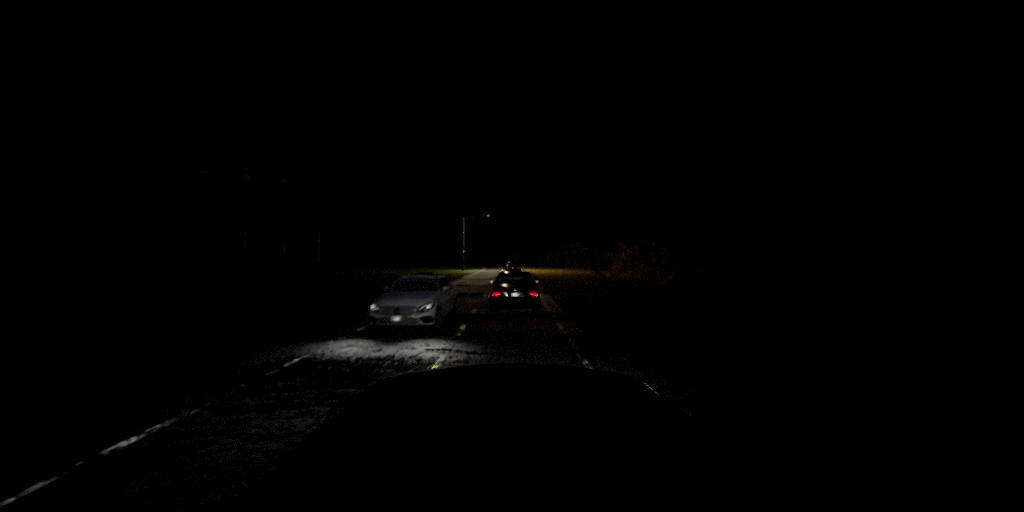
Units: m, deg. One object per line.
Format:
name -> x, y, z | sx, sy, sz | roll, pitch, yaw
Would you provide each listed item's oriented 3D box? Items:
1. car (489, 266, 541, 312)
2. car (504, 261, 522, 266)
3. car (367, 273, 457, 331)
car -> 0.097, 1.304, 14.145 | 2.033, 1.411, 5.357 | 0, 0, 0
car -> 0.088, 1.302, 40.412 | 2.033, 1.411, 5.357 | 0, 0, 0
car -> -2.854, 1.281, 11.192 | 1.812, 1.442, 4.674 | 0, 0, 0
